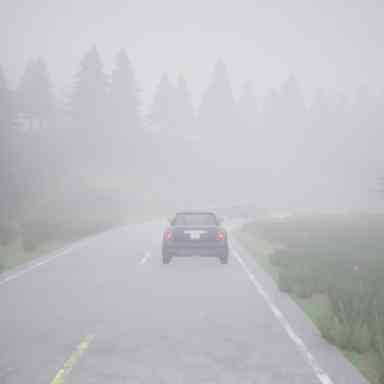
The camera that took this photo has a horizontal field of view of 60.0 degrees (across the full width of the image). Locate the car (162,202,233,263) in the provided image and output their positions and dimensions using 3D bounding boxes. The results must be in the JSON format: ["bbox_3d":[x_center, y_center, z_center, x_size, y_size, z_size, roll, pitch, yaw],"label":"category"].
[{"bbox_3d":[0.135,1.384,12.266,2.097,1.767,4.553,0,0,1],"label":"car"}]

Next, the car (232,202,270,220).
[{"bbox_3d":[4.842,1.580,27.976,1.837,1.490,4.892,-2,-2,42],"label":"car"}]

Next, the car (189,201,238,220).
[{"bbox_3d":[2.027,1.606,29.926,1.812,1.442,4.674,-1,-1,44],"label":"car"}]
